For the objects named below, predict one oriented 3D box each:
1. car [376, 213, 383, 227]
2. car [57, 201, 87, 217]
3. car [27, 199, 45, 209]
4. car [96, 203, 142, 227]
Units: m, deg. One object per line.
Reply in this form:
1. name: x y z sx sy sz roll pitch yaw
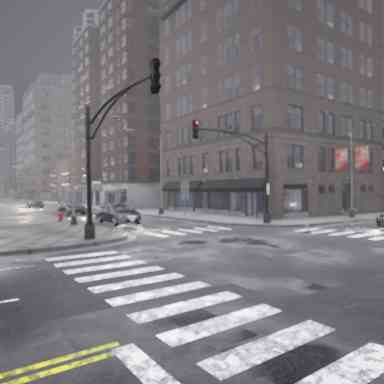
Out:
1. car: 13.777 1.539 21.488 4.674 1.442 1.812 0 0 -36
2. car: -12.279 1.677 33.834 2.033 1.411 5.357 -1 0 -35
3. car: -23.403 1.759 49.735 1.994 1.385 4.181 -1 0 -35
4. car: -5.343 1.582 23.983 2.128 1.511 4.902 -1 1 -35
